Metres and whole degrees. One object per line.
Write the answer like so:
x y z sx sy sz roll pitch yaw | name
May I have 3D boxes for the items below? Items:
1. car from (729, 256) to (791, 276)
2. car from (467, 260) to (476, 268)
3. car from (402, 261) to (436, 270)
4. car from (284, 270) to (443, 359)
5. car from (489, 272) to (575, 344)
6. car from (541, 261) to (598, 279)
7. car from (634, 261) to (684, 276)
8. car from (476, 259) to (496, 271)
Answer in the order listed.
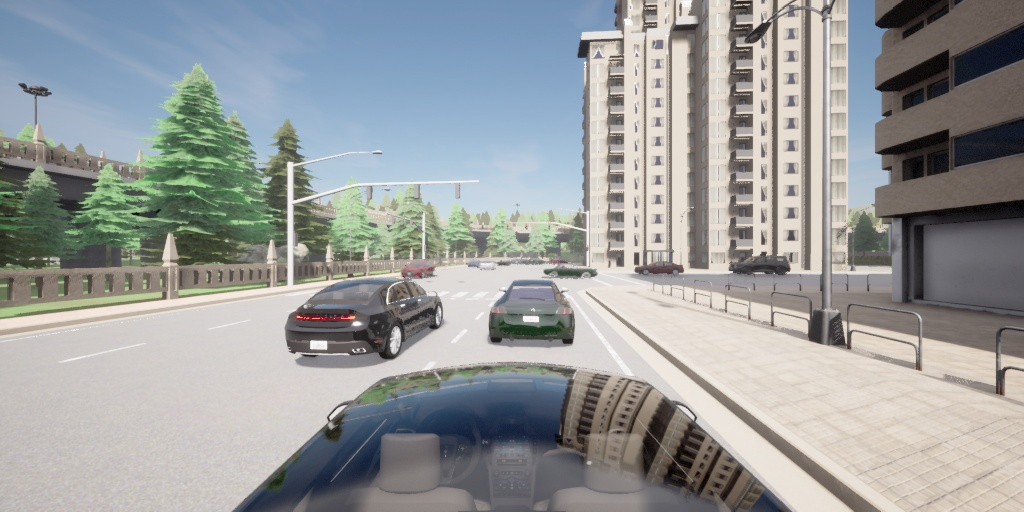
26.141 1.025 37.910 5.566 2.045 2.150 0 0 4 | car
-6.172 1.297 60.413 2.033 1.411 5.357 0 0 5 | car
-8.373 1.228 32.366 1.882 1.535 5.008 0 0 4 | car
-3.042 1.255 8.455 1.837 1.490 4.892 0 0 5 | car
0.573 1.314 9.650 1.994 1.385 4.181 0 0 5 | car
5.303 1.394 32.479 4.718 1.301 1.895 0 0 20 | car
15.786 1.283 38.585 5.008 1.535 1.882 0 0 4 | car
-3.448 1.276 50.615 1.812 1.442 4.674 0 0 5 | car
